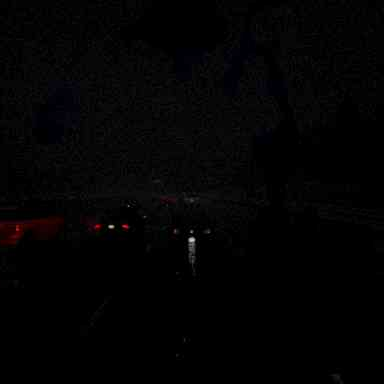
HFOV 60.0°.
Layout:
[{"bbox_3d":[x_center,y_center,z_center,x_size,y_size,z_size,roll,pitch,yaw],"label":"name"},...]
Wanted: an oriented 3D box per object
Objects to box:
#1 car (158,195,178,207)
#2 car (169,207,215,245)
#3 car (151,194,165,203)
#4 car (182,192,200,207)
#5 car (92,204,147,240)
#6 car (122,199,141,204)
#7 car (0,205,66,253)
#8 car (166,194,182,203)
[{"bbox_3d":[-3.516,1.563,49.948,1.895,1.301,4.718,0,0,0],"label":"car"},{"bbox_3d":[-0.005,1.604,15.473,1.895,1.301,4.718,0,0,0],"label":"car"},{"bbox_3d":[-7.021,1.453,65.677,1.837,1.490,4.892,0,0,0],"label":"car"},{"bbox_3d":[-0.015,1.186,48.491,2.150,2.045,5.566,0,0,0],"label":"car"},{"bbox_3d":[-3.504,1.550,16.948,2.033,1.411,5.357,0,0,0],"label":"car"},{"bbox_3d":[-7.012,1.541,38.681,1.994,1.385,4.181,0,0,0],"label":"car"},{"bbox_3d":[-7.003,1.355,13.901,2.097,1.767,4.553,0,0,0],"label":"car"},{"bbox_3d":[-3.520,1.512,65.666,1.994,1.385,4.181,0,0,0],"label":"car"}]
